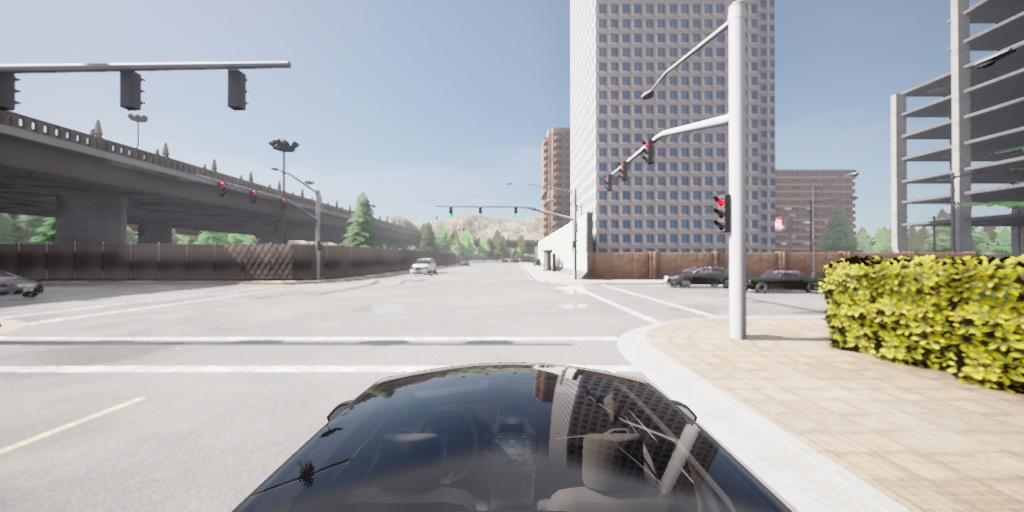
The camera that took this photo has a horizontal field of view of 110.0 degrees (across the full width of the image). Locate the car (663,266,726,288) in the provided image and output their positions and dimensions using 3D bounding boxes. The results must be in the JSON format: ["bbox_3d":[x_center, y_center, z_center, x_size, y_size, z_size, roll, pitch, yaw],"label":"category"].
[{"bbox_3d":[13.098,1.424,24.865,4.902,1.511,2.128,0,0,0],"label":"car"}]

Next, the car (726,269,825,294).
[{"bbox_3d":[15.817,1.515,21.369,4.718,1.301,1.895,0,0,0],"label":"car"}]

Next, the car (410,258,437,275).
[{"bbox_3d":[-10.485,1.313,42.827,2.150,2.045,5.566,0,1,0],"label":"car"}]

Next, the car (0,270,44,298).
[{"bbox_3d":[-26.179,1.384,17.600,4.902,1.511,2.128,0,0,0],"label":"car"}]
